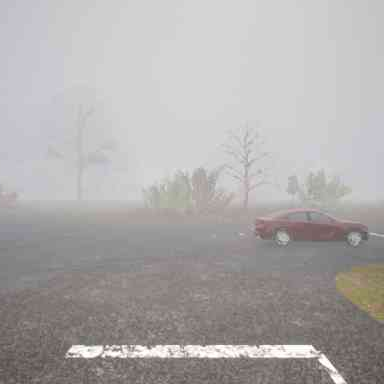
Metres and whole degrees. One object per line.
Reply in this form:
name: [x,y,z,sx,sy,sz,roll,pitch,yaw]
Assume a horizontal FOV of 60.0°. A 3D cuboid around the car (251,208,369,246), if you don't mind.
car: [5.182,1.500,14.800,5.008,1.535,1.882,0,0,-1]
